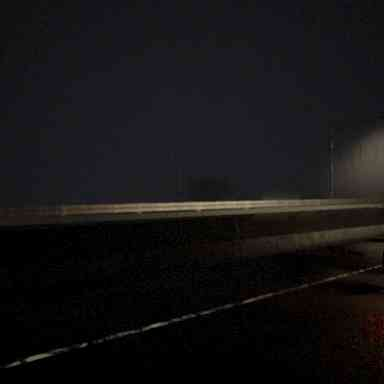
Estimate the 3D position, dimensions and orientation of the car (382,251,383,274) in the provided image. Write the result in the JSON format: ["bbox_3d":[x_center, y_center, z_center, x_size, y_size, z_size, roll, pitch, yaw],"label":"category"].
[{"bbox_3d":[6.979,1.335,8.668,4.553,1.767,2.097,0,0,-35],"label":"car"}]
